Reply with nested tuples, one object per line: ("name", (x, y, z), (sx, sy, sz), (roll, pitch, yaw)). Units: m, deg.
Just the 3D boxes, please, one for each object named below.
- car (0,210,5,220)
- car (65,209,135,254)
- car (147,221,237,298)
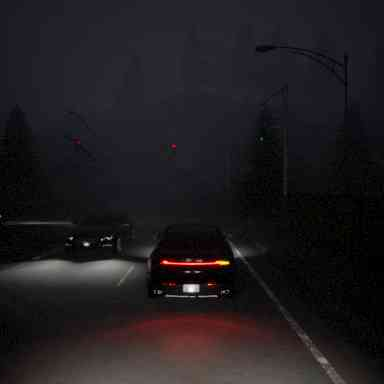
("car", (-16.247, 1.491, 24.115), (4.902, 1.511, 2.128), (0, 0, 1))
("car", (-3.526, 1.505, 13.564), (1.837, 1.490, 4.892), (1, 0, 0))
("car", (0.028, 1.505, 8.477), (1.837, 1.490, 4.892), (0, 0, 1))
